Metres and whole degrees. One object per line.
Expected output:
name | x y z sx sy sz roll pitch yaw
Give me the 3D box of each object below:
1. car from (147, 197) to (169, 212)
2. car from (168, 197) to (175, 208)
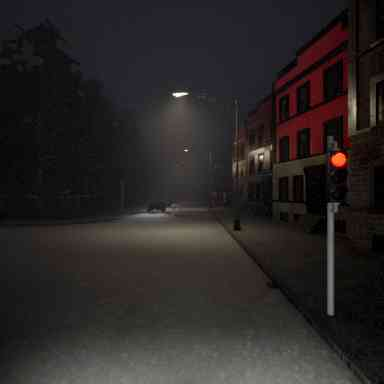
car | -4.056 1.601 38.731 1.895 1.301 4.718 0 0 0
car | -4.039 1.491 49.152 2.128 1.511 4.902 0 0 0
